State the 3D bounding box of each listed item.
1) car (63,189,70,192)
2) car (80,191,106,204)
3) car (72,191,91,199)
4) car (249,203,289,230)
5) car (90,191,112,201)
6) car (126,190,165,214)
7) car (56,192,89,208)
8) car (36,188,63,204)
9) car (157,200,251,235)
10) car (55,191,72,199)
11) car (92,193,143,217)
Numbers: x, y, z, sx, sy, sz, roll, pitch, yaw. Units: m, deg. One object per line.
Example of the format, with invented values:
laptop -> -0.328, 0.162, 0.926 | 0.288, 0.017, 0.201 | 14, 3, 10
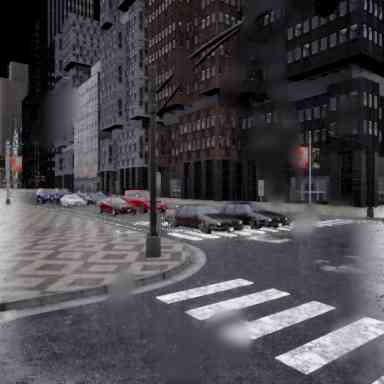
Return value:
car -> -20.567, 0.505, 52.961 | 2.150, 2.045, 5.566 | 0, 1, -36
car -> -11.527, 0.955, 40.358 | 2.128, 1.511, 4.902 | 0, 1, -36
car -> -21.985, 0.531, 66.145 | 2.128, 1.511, 4.902 | 0, 1, -36
car -> 3.192, 1.367, 20.076 | 2.033, 1.411, 5.357 | 0, 1, -36
car -> -15.821, 0.683, 57.657 | 1.882, 1.535, 5.008 | 0, 1, -36
car -> -4.450, 0.862, 30.597 | 2.150, 2.045, 5.566 | 0, 0, -36
car -> -13.558, 1.008, 37.596 | 1.812, 1.442, 4.674 | 0, 1, -36
car -> -20.664, 0.522, 47.492 | 2.150, 2.045, 5.566 | 0, 1, -36
car -> 0.423, 1.371, 18.100 | 2.033, 1.411, 5.357 | 0, 1, -34
car -> -25.132, 0.509, 64.948 | 1.882, 1.535, 5.008 | 0, 1, -36
car -> -6.318, 1.137, 27.636 | 1.882, 1.535, 5.008 | 0, 1, -36
